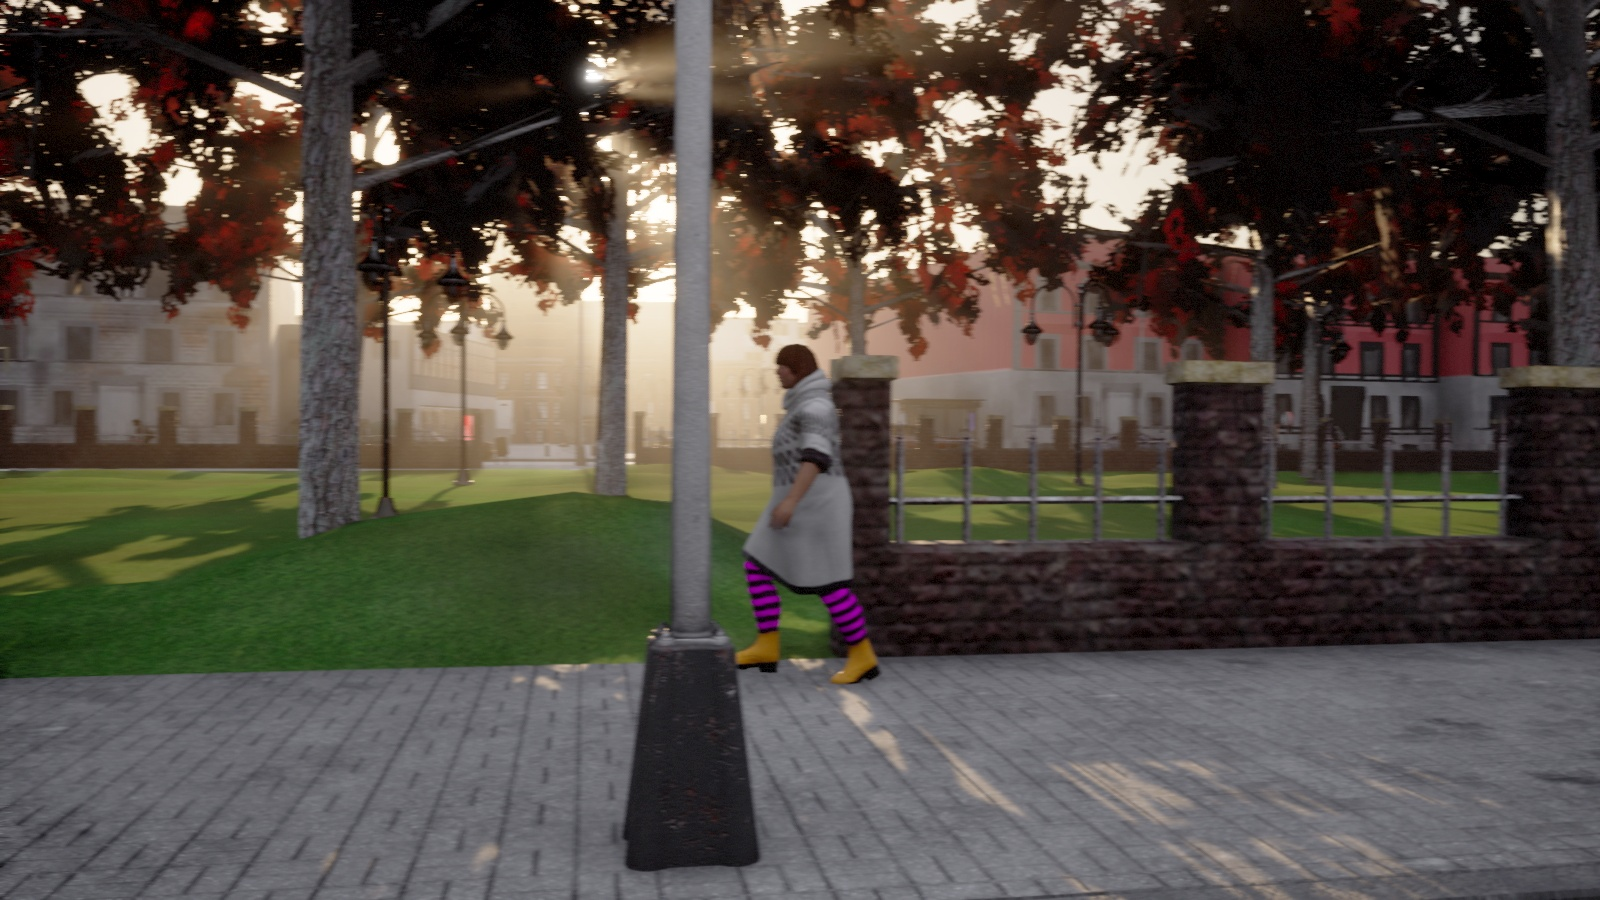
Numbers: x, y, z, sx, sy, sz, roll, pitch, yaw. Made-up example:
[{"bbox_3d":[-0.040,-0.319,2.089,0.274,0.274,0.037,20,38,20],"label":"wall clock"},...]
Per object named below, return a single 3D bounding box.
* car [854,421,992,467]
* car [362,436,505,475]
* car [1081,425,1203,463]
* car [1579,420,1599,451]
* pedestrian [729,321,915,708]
[{"bbox_3d":[4.658,-0.263,47.973,4.856,1.649,2.033,-1,1,-9],"label":"car"},{"bbox_3d":[-13.063,0.167,45.014,4.718,1.301,1.895,-1,1,-9],"label":"car"},{"bbox_3d":[13.425,-0.257,49.448,4.181,1.385,1.994,-1,1,-9],"label":"car"},{"bbox_3d":[36.699,-0.669,56.712,2.207,1.376,1.481,0,1,8],"label":"car"},{"bbox_3d":[0.100,0.316,6.725,0.873,1.952,0.659,-1,1,-9],"label":"pedestrian"}]
